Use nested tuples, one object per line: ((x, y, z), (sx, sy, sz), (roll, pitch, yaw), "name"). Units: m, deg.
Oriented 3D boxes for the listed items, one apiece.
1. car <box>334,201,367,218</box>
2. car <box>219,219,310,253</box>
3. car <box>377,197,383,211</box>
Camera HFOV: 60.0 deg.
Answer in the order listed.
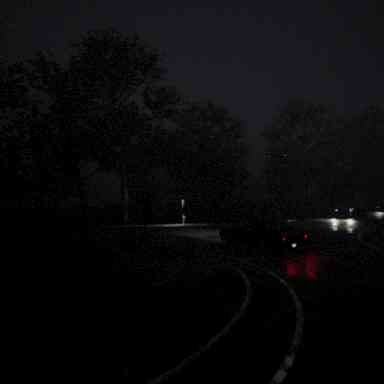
((17.287, 1.831, 36.288), (4.553, 1.767, 2.097), (-2, 0, -44), "car")
((3.299, 2.010, 16.309), (1.895, 1.301, 4.718), (-2, 1, -30), "car")
((27.884, 1.637, 46.637), (5.566, 2.045, 2.150), (0, -1, -44), "car")
